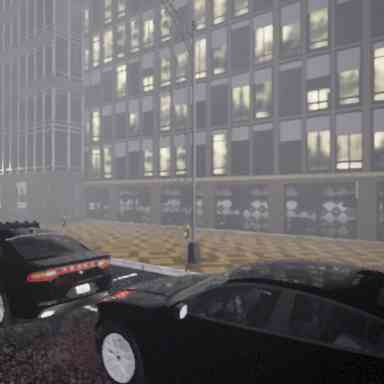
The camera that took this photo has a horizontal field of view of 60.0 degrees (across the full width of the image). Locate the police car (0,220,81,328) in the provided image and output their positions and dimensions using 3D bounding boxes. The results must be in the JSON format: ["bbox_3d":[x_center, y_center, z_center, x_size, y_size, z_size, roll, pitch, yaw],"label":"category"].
[{"bbox_3d":[-3.967,1.463,7.238,5.238,1.638,1.930,0,0,36],"label":"police car"}]

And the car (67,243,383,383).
[{"bbox_3d":[0.981,1.504,3.654,5.008,1.535,1.882,0,0,36],"label":"car"}]

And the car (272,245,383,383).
[{"bbox_3d":[3.355,1.615,4.144,4.206,1.307,1.802,0,0,36],"label":"car"}]
